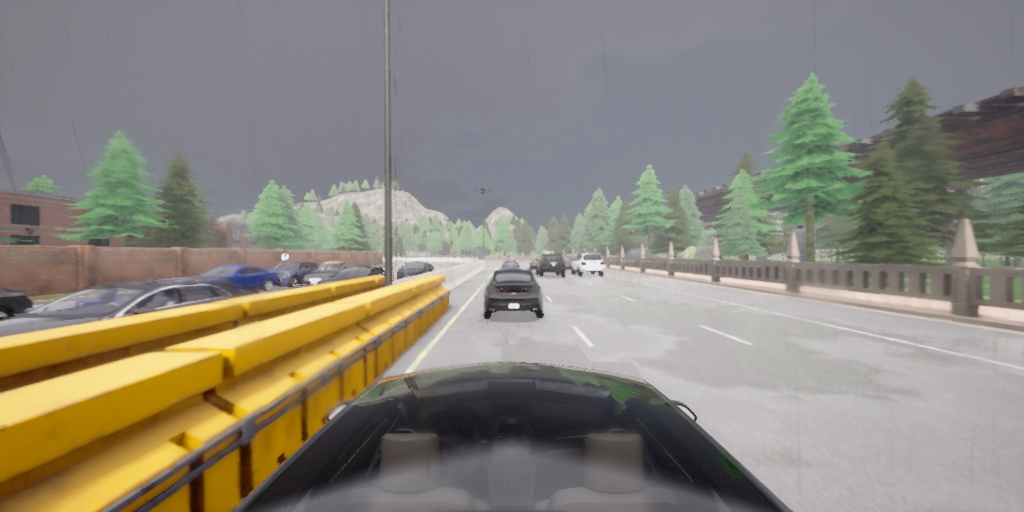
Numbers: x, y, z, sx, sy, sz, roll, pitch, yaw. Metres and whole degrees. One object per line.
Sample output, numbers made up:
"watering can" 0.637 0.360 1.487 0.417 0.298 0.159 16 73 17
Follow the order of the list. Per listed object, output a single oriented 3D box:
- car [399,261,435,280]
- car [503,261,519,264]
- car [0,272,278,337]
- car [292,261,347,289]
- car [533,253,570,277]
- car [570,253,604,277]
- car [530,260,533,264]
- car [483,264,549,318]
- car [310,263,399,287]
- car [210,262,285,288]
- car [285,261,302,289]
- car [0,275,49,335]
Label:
"car" -7.230 1.132 27.519 1.882 1.535 5.008 0 0 0
"car" -0.110 1.131 33.227 2.033 1.411 5.357 0 0 0
"car" -7.121 1.256 6.741 2.128 1.511 4.902 0 0 0
"car" -10.714 1.196 21.847 2.128 1.511 4.902 0 0 0
"car" 3.397 0.793 32.013 2.150 2.045 5.566 0 0 -1
"car" 6.828 0.768 32.821 2.150 2.045 5.566 0 0 0
"car" 3.232 1.101 45.408 1.895 1.301 4.718 0 0 0
"car" 0.037 1.195 12.728 1.837 1.490 4.892 0 0 0
"car" -7.185 1.215 17.024 1.837 1.490 4.892 0 0 0
"car" -14.192 1.222 18.185 1.882 1.535 5.008 0 0 0
"car" -14.139 1.122 23.076 2.097 1.767 4.553 0 0 0
"car" -14.129 1.304 7.773 1.837 1.490 4.892 0 0 0
